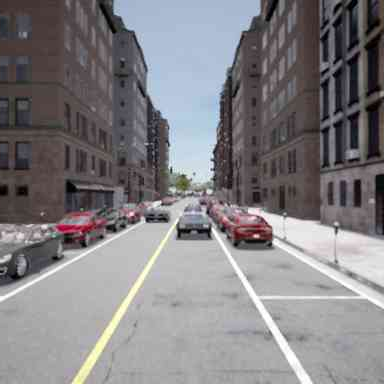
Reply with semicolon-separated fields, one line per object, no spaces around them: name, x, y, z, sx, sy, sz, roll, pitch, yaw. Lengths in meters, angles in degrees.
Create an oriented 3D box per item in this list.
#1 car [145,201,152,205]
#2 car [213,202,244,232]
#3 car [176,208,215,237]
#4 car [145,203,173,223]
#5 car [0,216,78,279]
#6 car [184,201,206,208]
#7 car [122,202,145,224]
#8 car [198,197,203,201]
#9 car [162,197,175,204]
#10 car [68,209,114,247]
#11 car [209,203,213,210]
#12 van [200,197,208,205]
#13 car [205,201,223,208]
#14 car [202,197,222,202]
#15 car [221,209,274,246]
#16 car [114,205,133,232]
car;-5.356;1.842;38.689;1.967;1.590;4.097;0;-1;0
car;2.655;1.667;21.637;1.967;1.590;4.097;0;-1;0
car;0.114;1.803;19.269;1.895;1.301;4.718;0;-1;0
car;-2.819;1.897;28.412;1.895;1.301;4.718;0;-1;0
car;-5.380;1.659;10.278;2.008;1.369;4.403;0;-1;0
car;0.129;1.937;35.841;1.994;1.385;4.181;0;-1;0
car;-5.366;1.725;27.325;1.967;1.590;4.097;0;-1;0
car;2.754;1.996;65.738;2.192;1.841;5.009;0;-1;0
car;-5.360;2.052;71.248;2.192;1.841;5.009;0;-1;0
car;-5.375;1.712;15.960;1.887;1.381;4.507;0;-1;0
car;2.660;1.830;27.318;1.887;1.381;4.507;0;-1;0
van;2.755;2.134;76.745;1.690;1.788;3.998;0;-1;0
car;2.664;1.895;33.000;2.008;1.369;4.403;0;-1;0
car;2.669;1.718;38.684;2.192;1.841;5.009;0;-1;0
car;2.650;1.712;15.954;1.887;1.381;4.507;0;-1;0
car;-5.370;1.792;21.642;1.947;1.339;4.313;0;-1;0
